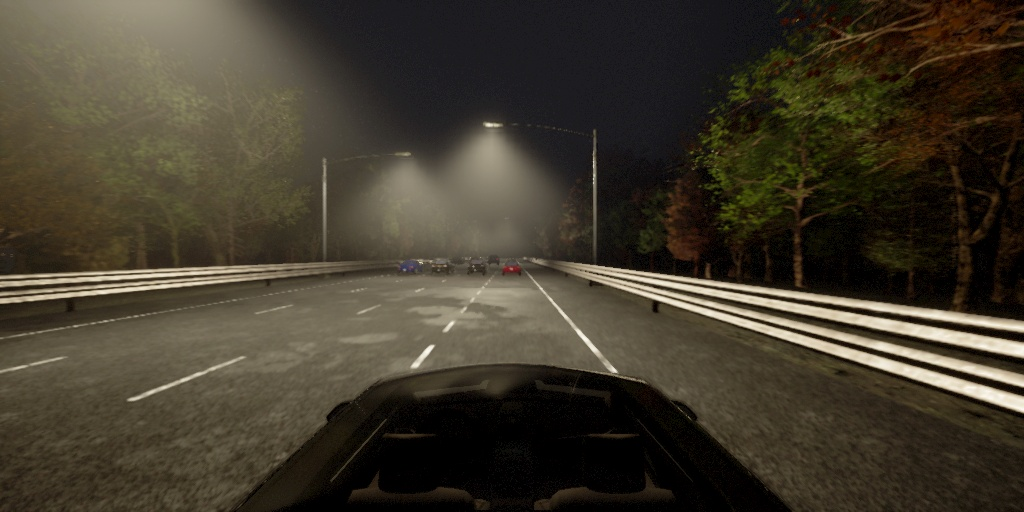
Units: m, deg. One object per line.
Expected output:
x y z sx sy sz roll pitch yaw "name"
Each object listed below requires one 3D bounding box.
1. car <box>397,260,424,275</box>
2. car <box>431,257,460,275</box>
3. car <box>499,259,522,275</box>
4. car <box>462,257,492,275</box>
-10.513 1.184 37.406 1.812 1.442 4.674 0 0 0 "car"
-7.015 1.153 36.870 2.128 1.511 4.902 0 0 0 "car"
-0.015 1.225 37.317 1.994 1.385 4.181 0 0 0 "car"
-3.512 1.153 37.132 2.128 1.511 4.902 0 0 0 "car"
